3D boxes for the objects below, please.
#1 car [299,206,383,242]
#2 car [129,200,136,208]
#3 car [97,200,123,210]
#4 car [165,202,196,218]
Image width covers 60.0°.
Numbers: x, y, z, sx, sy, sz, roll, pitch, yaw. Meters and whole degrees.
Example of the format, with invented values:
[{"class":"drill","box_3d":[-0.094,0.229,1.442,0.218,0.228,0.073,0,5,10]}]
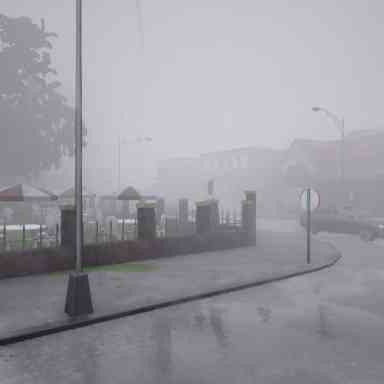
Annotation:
[{"class":"car","box_3d":[7.726,1.491,16.645,2.128,1.511,4.902,0,0,-34]},{"class":"car","box_3d":[-10.009,1.478,48.739,1.882,1.535,5.008,0,0,-35]},{"class":"car","box_3d":[-10.522,1.505,42.284,1.837,1.490,4.892,0,0,-35]},{"class":"car","box_3d":[-1.237,1.547,29.258,2.033,1.411,5.357,0,0,-36]}]
